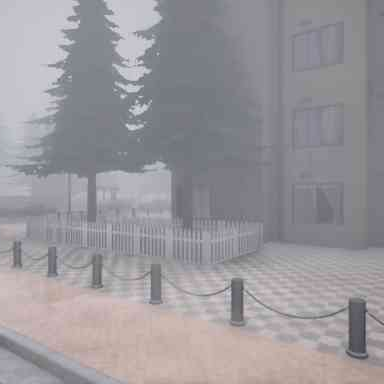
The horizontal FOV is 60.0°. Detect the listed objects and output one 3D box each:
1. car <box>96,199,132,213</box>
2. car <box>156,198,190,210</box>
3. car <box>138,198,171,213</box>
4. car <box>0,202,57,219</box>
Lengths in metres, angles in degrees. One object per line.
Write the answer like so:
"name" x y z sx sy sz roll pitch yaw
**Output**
"car" -8.716 1.475 36.217 2.128 1.511 4.902 0 0 37
"car" -2.478 1.509 44.447 1.812 1.442 4.674 0 0 37
"car" -3.574 1.531 36.895 2.033 1.411 5.357 0 0 37
"car" -14.342 1.584 28.769 1.895 1.301 4.718 0 0 37
